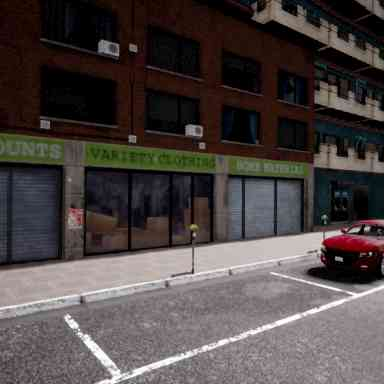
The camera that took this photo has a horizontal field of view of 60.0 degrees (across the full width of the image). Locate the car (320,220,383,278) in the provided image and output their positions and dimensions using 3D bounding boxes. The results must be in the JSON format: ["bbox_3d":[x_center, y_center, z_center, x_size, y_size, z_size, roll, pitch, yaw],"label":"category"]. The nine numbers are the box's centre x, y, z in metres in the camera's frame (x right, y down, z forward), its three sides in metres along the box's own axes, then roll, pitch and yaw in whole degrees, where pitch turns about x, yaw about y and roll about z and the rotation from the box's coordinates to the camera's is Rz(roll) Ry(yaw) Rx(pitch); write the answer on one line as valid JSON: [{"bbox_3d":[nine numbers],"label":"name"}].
[{"bbox_3d":[5.763,1.548,10.206,4.507,1.381,1.887,0,1,-36],"label":"car"}]
